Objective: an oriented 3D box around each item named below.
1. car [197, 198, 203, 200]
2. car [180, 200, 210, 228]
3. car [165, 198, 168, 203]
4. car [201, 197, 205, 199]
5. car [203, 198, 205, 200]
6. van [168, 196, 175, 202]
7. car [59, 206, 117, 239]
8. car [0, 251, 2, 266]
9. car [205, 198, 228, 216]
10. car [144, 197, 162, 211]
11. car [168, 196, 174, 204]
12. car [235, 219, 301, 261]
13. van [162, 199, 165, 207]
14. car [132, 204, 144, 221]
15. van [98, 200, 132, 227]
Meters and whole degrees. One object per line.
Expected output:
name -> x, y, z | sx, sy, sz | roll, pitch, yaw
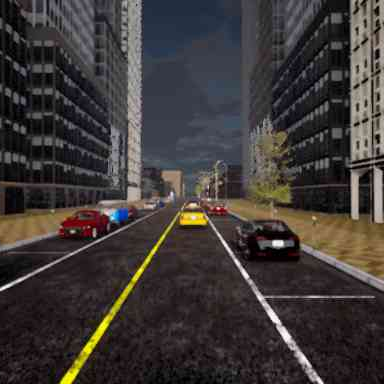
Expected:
car -> 0.065, 1.841, 41.336 | 1.994, 1.385, 4.181 | 0, 0, 0
car -> 0.081, 1.614, 23.290 | 1.801, 1.575, 5.366 | 0, -1, 0
car -> -5.735, 1.948, 57.981 | 1.947, 1.339, 4.313 | 0, 0, 0
car -> 2.651, 1.873, 52.451 | 1.752, 1.417, 4.829 | 0, 0, 0
car -> 2.655, 1.892, 46.588 | 1.802, 1.307, 4.206 | 0, 0, 0
van -> -5.761, 1.935, 92.134 | 1.690, 1.788, 3.998 | 0, 0, 0
car -> -5.702, 1.669, 18.136 | 1.887, 1.381, 4.507 | 0, 0, 0
car -> -5.693, 1.598, 6.752 | 2.008, 1.369, 4.403 | 0, 0, 0
car -> 2.665, 1.677, 35.205 | 1.967, 1.590, 4.097 | 0, 0, 0
car -> -5.725, 1.750, 46.596 | 1.967, 1.590, 4.097 | 0, 0, 0
car -> -5.753, 2.048, 80.578 | 1.752, 1.417, 4.829 | 0, 0, 0
car -> 2.683, 1.652, 12.438 | 1.947, 1.339, 4.313 | 0, 0, 0
van -> -5.729, 1.687, 52.290 | 1.690, 1.788, 3.998 | 0, 0, 0
car -> -5.711, 1.782, 29.520 | 1.802, 1.307, 4.206 | 0, 0, 0
van -> -5.706, 1.504, 23.830 | 1.690, 1.788, 3.998 | 0, 0, 0
